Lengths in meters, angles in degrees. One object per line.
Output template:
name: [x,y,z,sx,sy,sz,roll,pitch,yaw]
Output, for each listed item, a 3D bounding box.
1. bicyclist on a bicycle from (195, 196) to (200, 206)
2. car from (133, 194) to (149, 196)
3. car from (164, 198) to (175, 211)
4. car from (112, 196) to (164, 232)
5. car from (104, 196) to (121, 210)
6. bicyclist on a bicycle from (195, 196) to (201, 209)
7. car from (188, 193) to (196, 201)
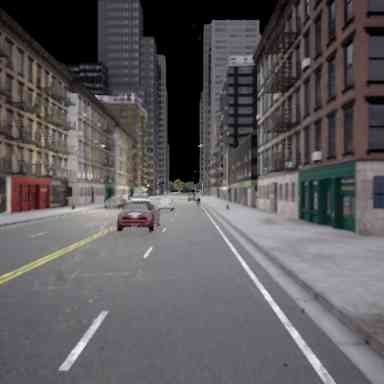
bicyclist on a bicycle: [0.866,1.444,52.895,0.866,1.612,1.509,0,-1,0]
car: [-6.591,1.225,42.469,2.150,2.045,5.566,0,0,0]
car: [-3.164,1.529,41.401,1.812,1.442,4.674,0,0,0]
car: [-3.156,1.353,20.431,2.097,1.767,4.553,0,0,0]
car: [-9.838,1.357,43.055,2.097,1.767,4.553,0,0,0]
bicyclist on a bicycle: [0.879,1.375,42.833,0.659,1.776,1.843,0,0,0]
car: [-0.028,1.542,82.459,2.128,1.511,4.902,0,0,0]
